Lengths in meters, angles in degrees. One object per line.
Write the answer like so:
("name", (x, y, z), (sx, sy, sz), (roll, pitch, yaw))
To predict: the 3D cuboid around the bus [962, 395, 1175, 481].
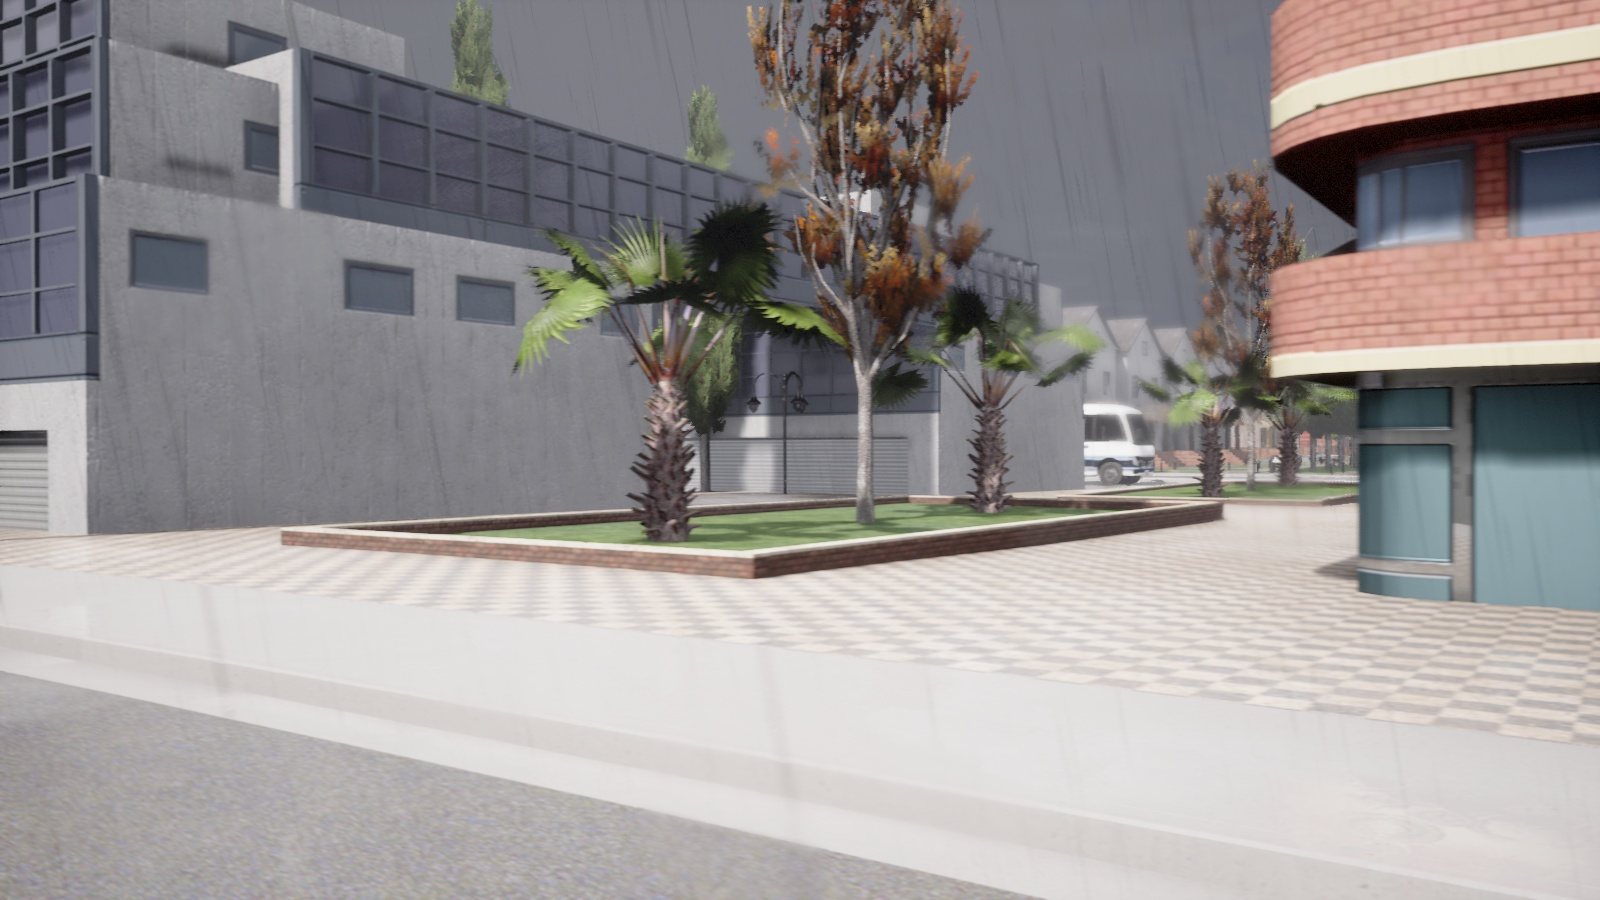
("bus", (14.238, -0.543, 67.047), (10.273, 4.253, 3.944), (-1, 0, 33))
